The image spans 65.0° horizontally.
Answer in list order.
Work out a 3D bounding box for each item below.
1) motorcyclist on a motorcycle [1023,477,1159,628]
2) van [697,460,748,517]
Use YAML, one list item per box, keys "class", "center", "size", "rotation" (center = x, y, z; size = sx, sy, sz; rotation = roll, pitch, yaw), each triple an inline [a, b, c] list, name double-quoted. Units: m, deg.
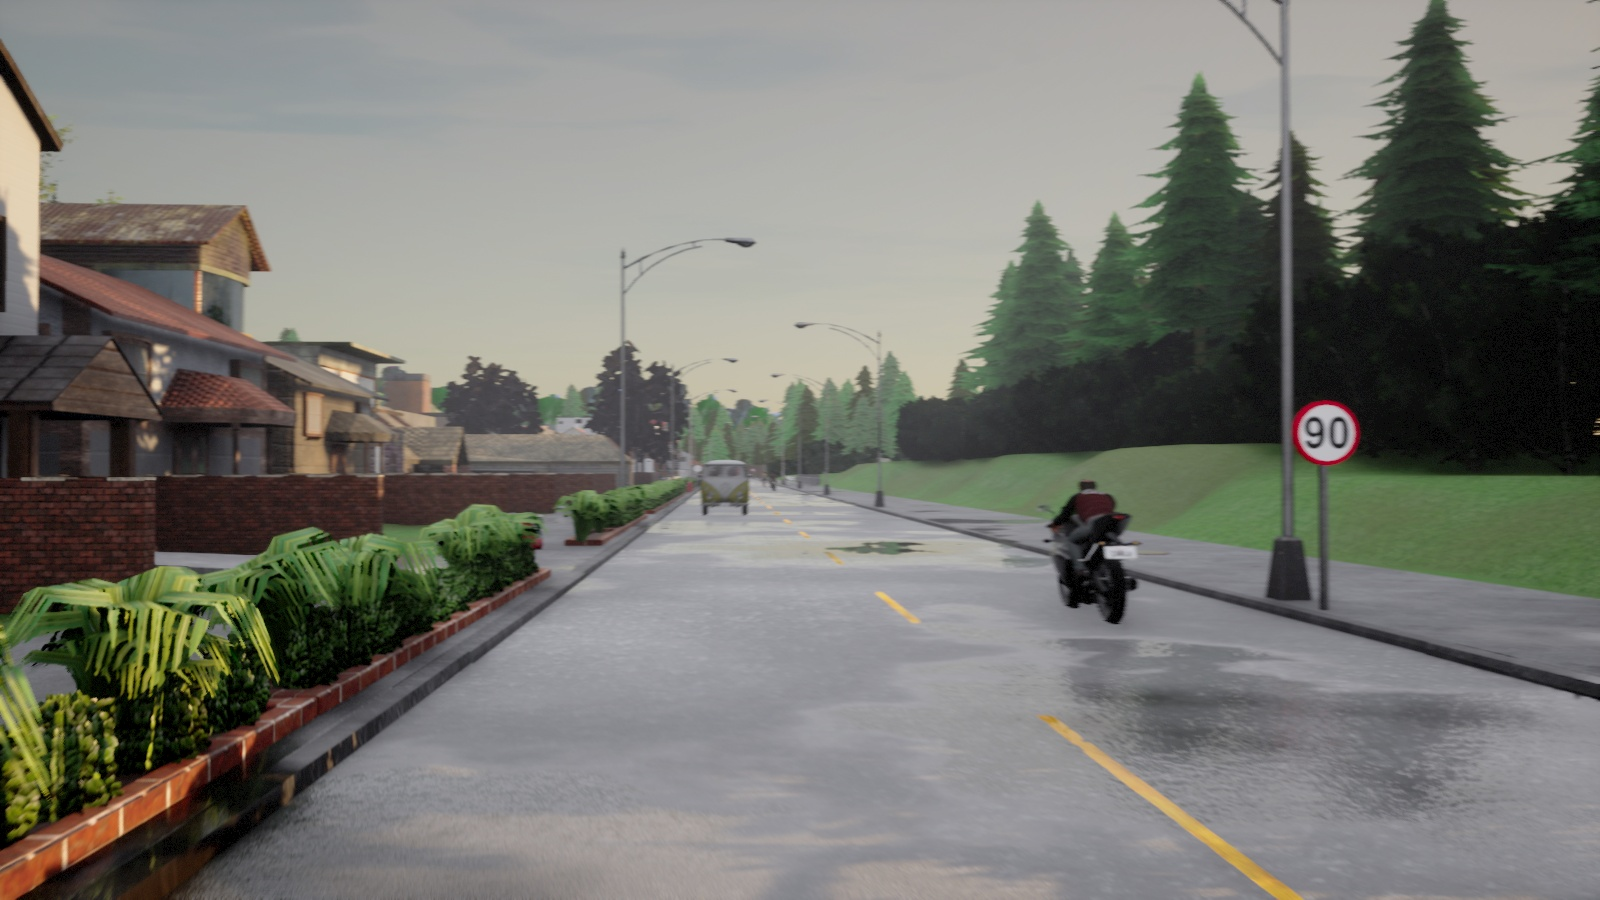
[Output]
- class: "motorcyclist on a motorcycle"
  center: [3.168, 1.069, 13.932]
  size: [0.866, 1.530, 2.191]
  rotation: [0, -1, -4]
- class: "van"
  center: [-2.842, 1.395, 46.101]
  size: [1.775, 1.987, 4.442]
  rotation: [0, -1, -4]
